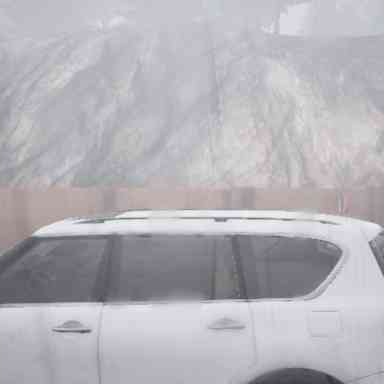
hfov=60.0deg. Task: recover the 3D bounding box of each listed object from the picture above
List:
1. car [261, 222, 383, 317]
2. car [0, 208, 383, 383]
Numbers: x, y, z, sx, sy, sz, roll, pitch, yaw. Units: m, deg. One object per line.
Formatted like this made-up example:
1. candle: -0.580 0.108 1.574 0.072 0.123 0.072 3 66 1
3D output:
1. car: 4.115 1.481 6.892 5.008 1.535 1.882 0 0 1
2. car: -0.755 1.217 3.492 5.566 2.045 2.150 0 0 1
